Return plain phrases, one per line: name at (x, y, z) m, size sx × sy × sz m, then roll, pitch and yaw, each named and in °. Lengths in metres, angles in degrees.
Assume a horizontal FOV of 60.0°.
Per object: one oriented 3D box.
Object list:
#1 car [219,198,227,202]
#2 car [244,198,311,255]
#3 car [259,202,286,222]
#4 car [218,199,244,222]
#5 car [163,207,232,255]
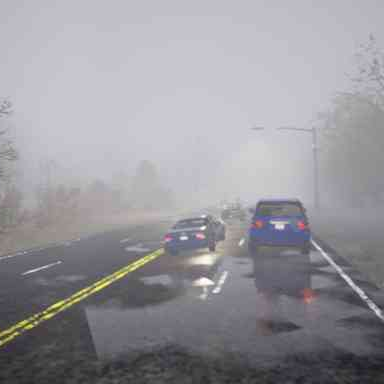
car at (6.729, 2.163, 70.883) m, size 1.837 × 1.490 × 4.892 m, roll -2°, pitch -1°, yaw 13°
car at (3.523, 1.262, 13.749) m, size 2.150 × 2.045 × 5.566 m, roll -1°, pitch 0°, yaw 13°
car at (6.837, 1.639, 28.328) m, size 2.033 × 1.411 × 5.357 m, roll -1°, pitch 0°, yaw 13°
car at (3.681, 1.749, 29.350) m, size 2.128 × 1.511 × 4.902 m, roll -6°, pitch 0°, yaw 13°
car at (0.271, 1.721, 14.448) m, size 2.033 × 1.411 × 5.357 m, roll -8°, pitch -2°, yaw 13°
